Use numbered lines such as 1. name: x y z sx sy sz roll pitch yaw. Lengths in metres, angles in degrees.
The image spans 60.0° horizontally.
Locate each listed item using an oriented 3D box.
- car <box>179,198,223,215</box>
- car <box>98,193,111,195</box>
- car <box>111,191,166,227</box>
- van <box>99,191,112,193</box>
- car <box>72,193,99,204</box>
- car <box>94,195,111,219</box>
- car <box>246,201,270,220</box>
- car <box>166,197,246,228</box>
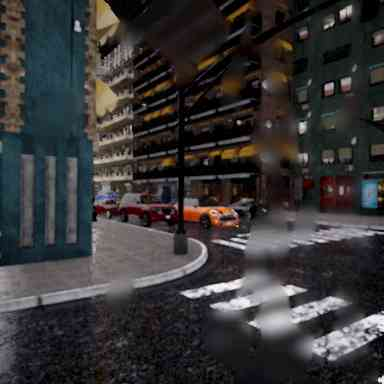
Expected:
1. car: 0.737 1.297 29.997 1.802 1.307 4.206 2 0 -36
2. car: -7.599 1.123 31.626 2.033 1.411 5.357 1 0 -36
3. car: -2.803 1.038 20.605 2.192 1.841 5.009 2 0 -36
4. van: -12.316 0.734 48.053 1.690 1.788 3.998 2 0 -36
5. car: -15.348 0.896 47.721 2.033 1.411 5.357 1 0 -36
6. car: -6.075 1.187 25.118 1.887 1.381 4.507 2 0 -36
7. car: 4.002 1.362 25.484 1.947 1.339 4.313 2 0 -36
8. car: 0.708 1.132 20.186 2.097 1.767 4.553 1 0 -37
